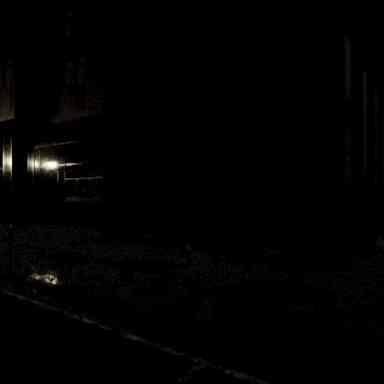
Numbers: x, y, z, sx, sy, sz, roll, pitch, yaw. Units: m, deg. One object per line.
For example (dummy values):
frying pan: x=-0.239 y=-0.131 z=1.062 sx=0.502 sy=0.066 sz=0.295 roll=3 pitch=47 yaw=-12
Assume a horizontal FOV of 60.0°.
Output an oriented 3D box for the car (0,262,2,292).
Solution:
car: x=-5.705 y=1.559 z=7.034 sx=4.313 sy=1.339 sz=1.947 roll=0 pitch=0 yaw=35
